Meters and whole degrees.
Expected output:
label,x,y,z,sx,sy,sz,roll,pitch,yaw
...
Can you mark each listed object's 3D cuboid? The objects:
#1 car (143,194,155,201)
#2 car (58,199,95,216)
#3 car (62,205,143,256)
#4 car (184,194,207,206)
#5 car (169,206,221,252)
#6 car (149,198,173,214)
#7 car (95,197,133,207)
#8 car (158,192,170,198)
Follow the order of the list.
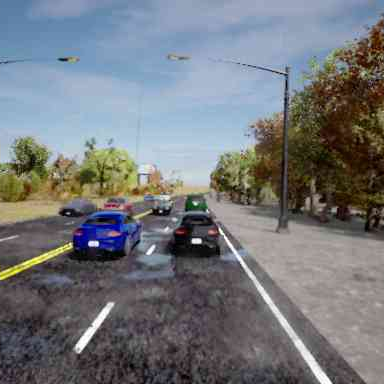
label,x,y,z,sx,sy,sz,roll,pitch,yaw
car,-9.034,1.217,70.077,1.882,1.535,5.008,2,0,1
car,-9.664,1.296,28.739,2.033,1.411,5.357,2,0,1
car,-3.078,1.466,12.770,1.812,1.442,4.674,2,0,0
car,0.352,1.262,34.456,2.150,2.045,5.566,1,0,0
car,0.173,1.544,13.857,1.812,1.442,4.674,0,0,0
car,-2.921,1.556,33.926,1.895,1.301,4.718,2,0,1
car,-6.406,1.200,28.536,2.097,1.767,4.553,2,0,1
car,-5.786,1.081,69.575,2.150,2.045,5.566,2,0,1
